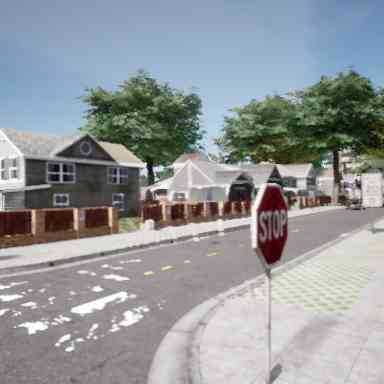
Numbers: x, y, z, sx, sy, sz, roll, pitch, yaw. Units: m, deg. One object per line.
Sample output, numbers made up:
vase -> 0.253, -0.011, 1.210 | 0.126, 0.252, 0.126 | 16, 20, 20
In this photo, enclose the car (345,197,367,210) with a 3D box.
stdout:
car -> 20.783, 1.472, 42.092 | 1.837, 1.490, 4.892 | -1, 0, 36
